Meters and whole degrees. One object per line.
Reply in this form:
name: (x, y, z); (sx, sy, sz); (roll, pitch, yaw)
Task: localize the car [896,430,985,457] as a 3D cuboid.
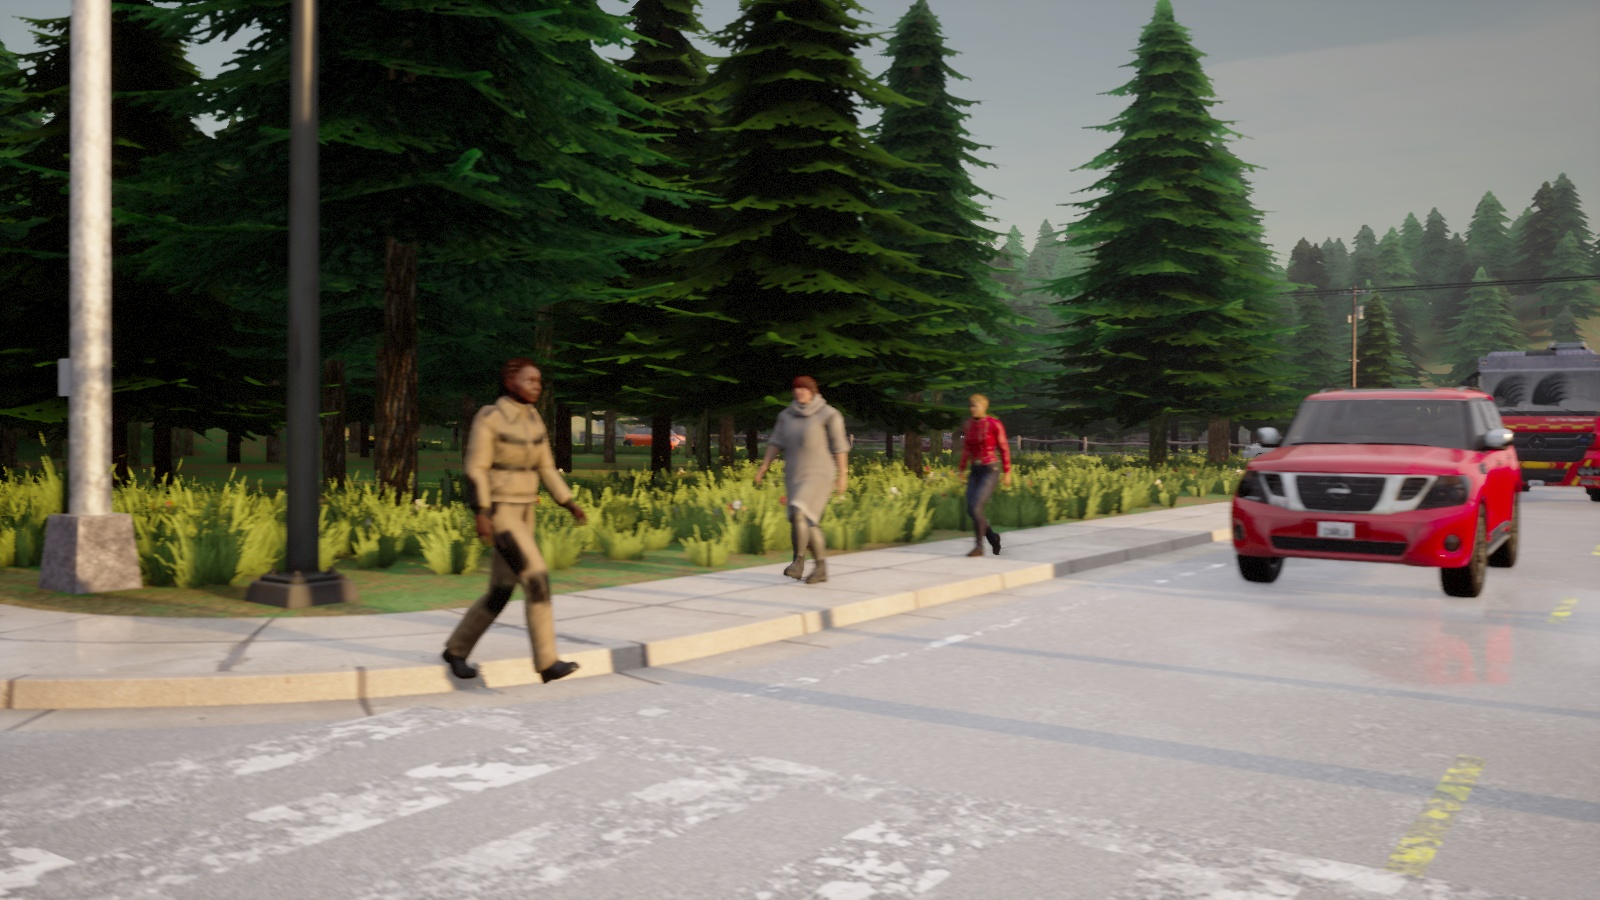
car: (7.883, -0.369, 70.598); (4.674, 1.442, 1.812); (0, 1, 36)

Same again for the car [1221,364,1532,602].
car: (6.497, 0.200, 13.691); (2.150, 2.045, 5.566); (0, 2, 34)

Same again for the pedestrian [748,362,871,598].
pedestrian: (0.093, 0.239, 10.919); (0.659, 1.952, 0.873); (0, 1, 37)

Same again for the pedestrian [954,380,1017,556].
pedestrian: (1.992, 0.184, 13.474); (0.636, 1.846, 0.331); (-1, 1, -42)

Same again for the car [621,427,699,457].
car: (-8.723, -0.506, 78.263); (4.553, 1.767, 2.097); (0, 1, 36)

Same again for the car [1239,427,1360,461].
car: (22.123, -0.281, 55.747); (4.674, 1.442, 1.812); (0, 1, 38)

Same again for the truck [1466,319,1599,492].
truck: (19.180, -1.060, 32.042); (2.891, 3.827, 8.468); (0, 1, 35)

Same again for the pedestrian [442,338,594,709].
pedestrian: (-1.540, 0.382, 6.867); (0.692, 1.930, 0.396); (0, 1, 27)
